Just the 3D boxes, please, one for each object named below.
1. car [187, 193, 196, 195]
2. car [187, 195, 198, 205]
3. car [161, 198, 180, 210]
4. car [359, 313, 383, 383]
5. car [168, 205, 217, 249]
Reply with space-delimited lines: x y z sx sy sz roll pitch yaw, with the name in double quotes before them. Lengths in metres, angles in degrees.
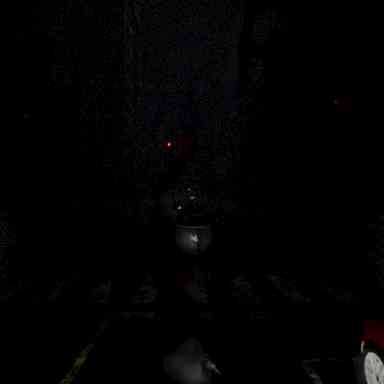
"car" 0.061 1.450 76.189 2.150 2.045 5.566 0 0 0
"car" 0.045 1.828 66.187 1.895 1.301 4.718 0 0 0
"car" -3.073 1.683 46.202 1.812 1.442 4.674 0 0 0
"car" 2.751 1.552 2.031 1.887 1.381 4.507 -1 0 0
"car" 0.077 1.535 14.747 2.128 1.511 4.902 0 0 0
